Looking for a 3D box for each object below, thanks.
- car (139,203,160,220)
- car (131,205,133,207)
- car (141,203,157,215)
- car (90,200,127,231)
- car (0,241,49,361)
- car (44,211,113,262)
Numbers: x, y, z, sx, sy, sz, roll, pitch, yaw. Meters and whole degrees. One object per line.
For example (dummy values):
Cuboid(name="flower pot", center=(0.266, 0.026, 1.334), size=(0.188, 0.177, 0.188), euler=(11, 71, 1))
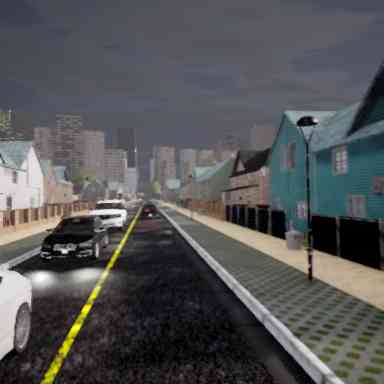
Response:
Cuboid(name="car", center=(-4.331, 1.988, 34.092), size=(1.837, 1.490, 4.892), euler=(-1, -1, -9))
Cuboid(name="car", center=(-8.152, 1.852, 41.362), size=(1.895, 1.301, 4.718), euler=(-1, -1, -8))
Cuboid(name="car", center=(-5.800, 2.199, 44.618), size=(1.994, 1.385, 4.181), euler=(-1, -1, -7))
Cuboid(name="car", center=(-5.915, 1.615, 23.889), size=(2.150, 2.045, 5.566), euler=(-1, -1, -8))
Cuboid(name="car", center=(-3.207, 1.630, 3.515), size=(1.812, 1.442, 4.674), euler=(-1, -1, -8))
Cuboid(name="car", center=(-4.516, 1.748, 13.360), size=(1.837, 1.490, 4.892), euler=(-1, -1, -8))
